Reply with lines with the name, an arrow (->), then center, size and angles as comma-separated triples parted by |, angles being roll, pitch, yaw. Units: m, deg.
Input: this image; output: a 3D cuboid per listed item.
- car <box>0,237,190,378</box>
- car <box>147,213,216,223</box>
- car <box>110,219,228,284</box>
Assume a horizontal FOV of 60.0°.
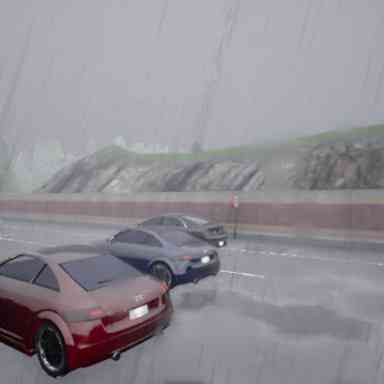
car -> -2.355, 1.618, 5.678 | 4.181, 1.385, 1.994 | -1, 0, 35
car -> -0.934, 1.595, 13.260 | 4.892, 1.490, 1.837 | 0, 0, 35
car -> -1.309, 1.631, 9.230 | 4.181, 1.385, 1.994 | -1, 0, 35
